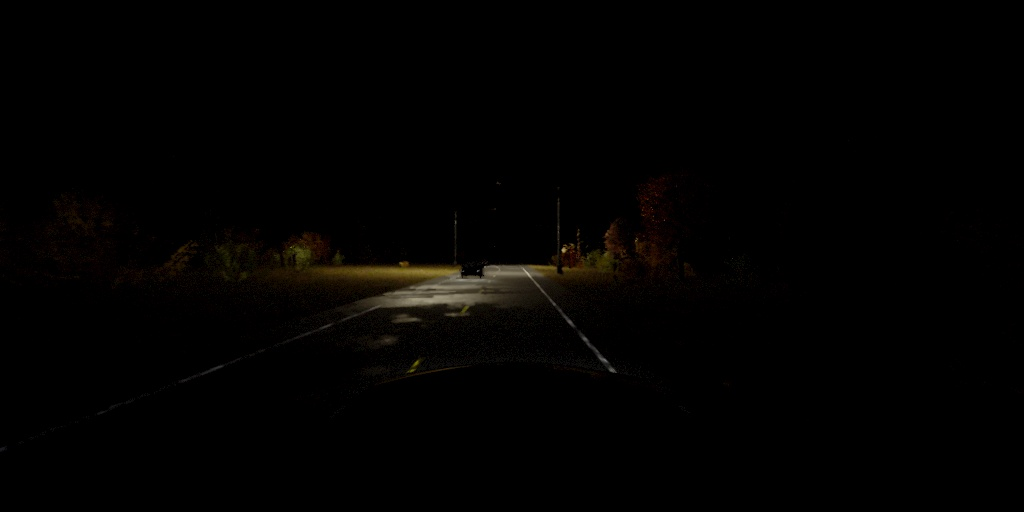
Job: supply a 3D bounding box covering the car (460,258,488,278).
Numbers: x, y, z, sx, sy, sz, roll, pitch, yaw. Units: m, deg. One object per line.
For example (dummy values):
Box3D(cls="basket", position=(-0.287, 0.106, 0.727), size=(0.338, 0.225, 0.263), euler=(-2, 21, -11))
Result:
Box3D(cls="car", position=(-3.607, 1.218, 33.419), size=(1.882, 1.535, 5.008), euler=(0, 0, 0))
